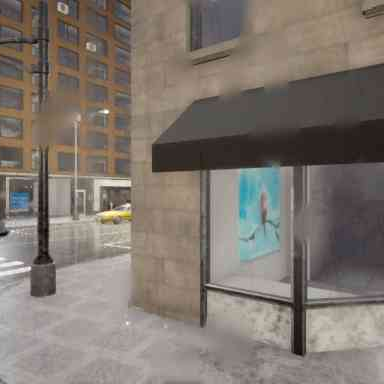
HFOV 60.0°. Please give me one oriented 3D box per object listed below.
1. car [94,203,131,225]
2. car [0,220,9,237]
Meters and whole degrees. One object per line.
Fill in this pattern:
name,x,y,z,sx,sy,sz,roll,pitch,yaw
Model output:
car,-4.935,1.548,24.720,1.752,1.417,4.829,0,0,36
car,-10.284,1.554,13.111,2.033,1.411,5.357,0,0,36
